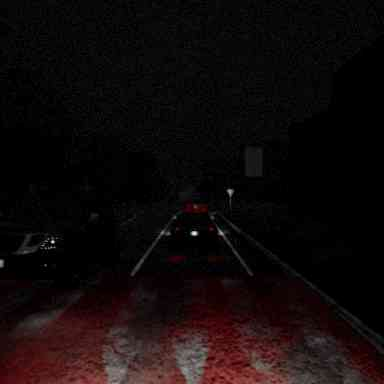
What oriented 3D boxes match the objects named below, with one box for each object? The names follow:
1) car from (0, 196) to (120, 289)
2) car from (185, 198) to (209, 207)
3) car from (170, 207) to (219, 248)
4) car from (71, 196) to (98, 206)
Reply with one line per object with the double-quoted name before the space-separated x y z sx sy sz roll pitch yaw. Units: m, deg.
"car" -3.351 1.105 8.466 2.150 2.045 5.566 0 -5 0
"car" 0.485 1.337 31.689 2.097 1.767 4.553 0 0 4
"car" 0.090 1.563 14.781 1.994 1.385 4.181 0 0 0
"car" -17.511 1.382 54.263 1.994 1.385 4.181 0 1 24
